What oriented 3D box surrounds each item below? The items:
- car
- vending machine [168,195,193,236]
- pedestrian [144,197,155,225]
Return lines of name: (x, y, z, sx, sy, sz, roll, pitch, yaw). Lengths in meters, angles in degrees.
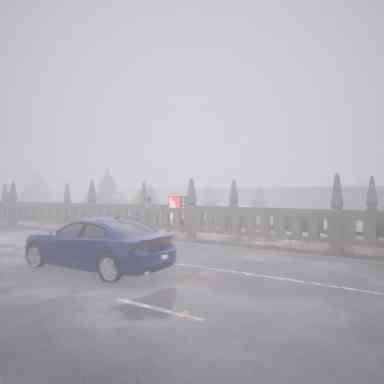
car: (-2.777, 1.477, 9.680, 5.008, 1.535, 1.882, 0, 0, 32)
vending machine: (-0.584, 1.195, 17.634, 0.880, 2.100, 1.100, 0, 0, 30)
pedestrian: (-2.149, 1.141, 16.832, 0.375, 1.860, 0.375, 0, 0, 29)
